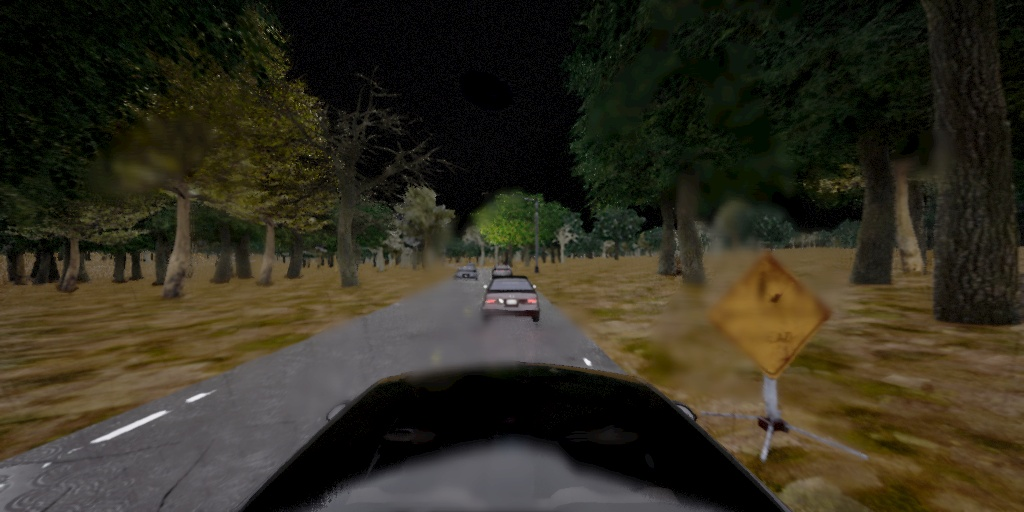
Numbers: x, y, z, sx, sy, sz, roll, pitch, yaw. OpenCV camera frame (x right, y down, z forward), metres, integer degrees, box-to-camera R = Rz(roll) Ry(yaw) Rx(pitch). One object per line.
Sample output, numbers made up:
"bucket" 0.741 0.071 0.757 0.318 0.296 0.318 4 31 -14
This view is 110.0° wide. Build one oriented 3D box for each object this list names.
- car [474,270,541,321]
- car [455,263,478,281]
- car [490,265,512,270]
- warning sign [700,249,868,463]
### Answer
"car" -0.061 1.389 12.823 2.033 1.411 5.357 0 -1 -1
"car" -4.186 1.605 33.588 1.994 1.385 4.181 0 -1 -4
"car" -0.962 1.530 33.208 2.128 1.511 4.902 0 -1 -4
"warning sign" 2.651 0.879 3.649 1.300 1.860 1.060 0 0 0
